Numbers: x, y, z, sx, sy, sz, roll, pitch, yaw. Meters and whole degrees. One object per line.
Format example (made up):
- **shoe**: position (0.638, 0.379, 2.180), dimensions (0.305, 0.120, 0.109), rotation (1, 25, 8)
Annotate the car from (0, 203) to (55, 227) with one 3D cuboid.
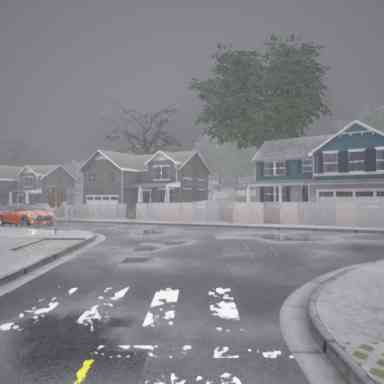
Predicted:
- **car**: position (-12.301, 1.650, 24.711), dimensions (4.553, 1.767, 2.097), rotation (-2, -2, 32)
